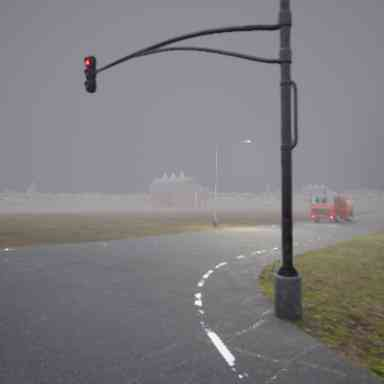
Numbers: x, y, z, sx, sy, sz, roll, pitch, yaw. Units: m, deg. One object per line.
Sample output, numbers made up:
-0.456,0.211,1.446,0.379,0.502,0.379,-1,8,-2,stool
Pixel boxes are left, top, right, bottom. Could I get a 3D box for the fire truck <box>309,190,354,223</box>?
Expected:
17.413,1.783,41.113,2.891,3.827,8.468,-1,-2,39,fire truck
